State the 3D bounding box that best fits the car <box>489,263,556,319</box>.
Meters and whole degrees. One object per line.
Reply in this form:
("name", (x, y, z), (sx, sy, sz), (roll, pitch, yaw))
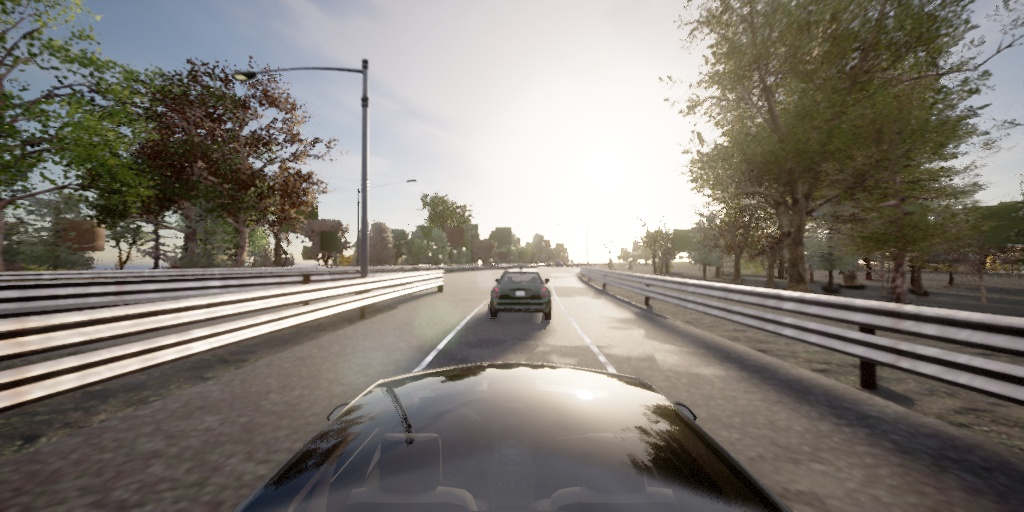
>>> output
("car", (0.391, 1.260, 13.760), (2.097, 1.767, 4.553), (0, -1, 3))
